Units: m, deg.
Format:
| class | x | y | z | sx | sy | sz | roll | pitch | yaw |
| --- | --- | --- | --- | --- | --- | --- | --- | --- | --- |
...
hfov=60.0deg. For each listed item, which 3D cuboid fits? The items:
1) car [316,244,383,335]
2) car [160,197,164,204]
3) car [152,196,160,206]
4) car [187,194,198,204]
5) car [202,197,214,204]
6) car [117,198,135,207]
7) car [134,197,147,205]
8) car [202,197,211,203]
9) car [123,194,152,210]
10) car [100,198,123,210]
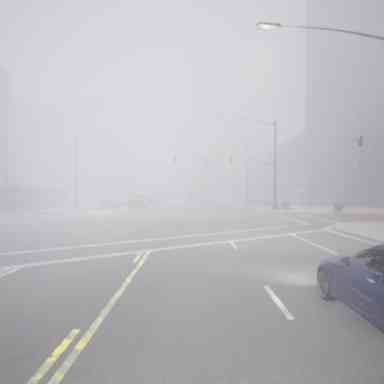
| class | x | y | z | sx | sy | sz | roll | pitch | yaw |
| --- | --- | --- | --- | --- | --- | --- | --- | --- | --- |
| car | 3.606 | 1.533 | 5.364 | 1.812 | 1.442 | 4.674 | 0 | 0 | 0 |
| car | -6.955 | 1.743 | 69.795 | 1.882 | 1.535 | 5.008 | 0 | -1 | 0 |
| car | -7.017 | 1.470 | 55.170 | 2.097 | 1.767 | 4.553 | 0 | -1 | 0 |
| car | 0.046 | 1.517 | 71.873 | 2.150 | 2.045 | 5.566 | 0 | -1 | 0 |
| car | 3.547 | 1.820 | 72.254 | 1.812 | 1.442 | 4.674 | 0 | -1 | 0 |
| car | -10.522 | 1.700 | 53.433 | 1.895 | 1.301 | 4.718 | 0 | -1 | 1 |
| car | -10.456 | 1.730 | 68.201 | 1.882 | 1.535 | 5.008 | 0 | -1 | 0 |
| car | 3.553 | 1.874 | 82.257 | 2.033 | 1.411 | 5.357 | 0 | -1 | 0 |
| car | -7.042 | 1.243 | 43.761 | 2.150 | 2.045 | 5.566 | 0 | 0 | 1 |
| car | -10.541 | 1.508 | 43.392 | 2.128 | 1.511 | 4.902 | 0 | 0 | 0 |
